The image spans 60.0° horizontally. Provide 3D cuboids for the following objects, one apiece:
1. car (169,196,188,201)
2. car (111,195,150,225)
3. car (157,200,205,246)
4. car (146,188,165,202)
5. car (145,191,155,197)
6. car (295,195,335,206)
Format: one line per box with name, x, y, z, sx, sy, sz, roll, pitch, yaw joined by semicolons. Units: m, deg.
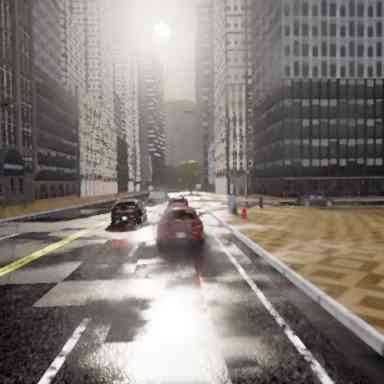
car;-1.365;1.094;33.754;1.994;1.385;4.181;-1;-1;-3
car;-4.066;1.225;21.836;1.837;1.490;4.892;-1;1;-3
car;-0.476;1.311;14.012;1.812;1.442;4.674;-1;1;-2
car;-5.461;0.466;52.373;2.150;2.045;5.566;-1;0;-3
car;-10.064;0.500;80.155;1.895;1.301;4.718;-1;1;-3
car;14.266;0.997;38.599;4.403;1.369;2.008;0;1;-3
